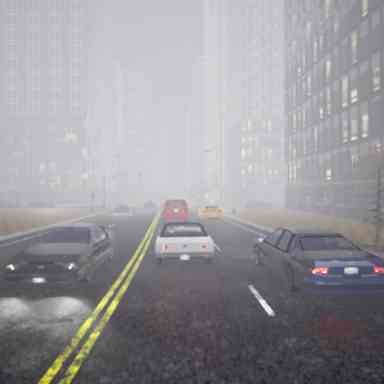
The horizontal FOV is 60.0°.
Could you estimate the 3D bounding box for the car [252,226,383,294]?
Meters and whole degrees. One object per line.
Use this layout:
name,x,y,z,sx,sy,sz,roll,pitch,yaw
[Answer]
car,3.087,1.660,9.193,2.033,1.411,5.357,0,-1,-2

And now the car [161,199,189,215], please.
car,-1.445,1.592,28.574,2.150,2.045,5.566,0,-1,-4

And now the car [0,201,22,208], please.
car,-32.240,2.237,58.622,4.206,1.307,1.802,0,0,-3

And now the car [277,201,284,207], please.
car,17.286,2.476,69.906,4.829,1.417,1.752,0,0,-3

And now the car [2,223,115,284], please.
car,-3.664,1.694,10.351,2.033,1.411,5.357,0,-1,-3

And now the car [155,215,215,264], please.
car,-0.343,1.766,12.540,1.895,1.301,4.718,0,-1,-3

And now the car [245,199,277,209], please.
car,12.300,2.258,61.232,5.009,1.841,2.192,0,0,-3

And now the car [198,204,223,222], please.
car,1.645,1.867,30.868,1.882,1.535,5.008,0,-1,-4

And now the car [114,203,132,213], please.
car,-9.335,2.161,45.074,1.994,1.385,4.181,0,-1,-4

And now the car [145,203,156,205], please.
car,-6.499,1.937,51.648,1.994,1.385,4.181,0,-1,-4

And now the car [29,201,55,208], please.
car,-26.561,2.258,58.905,4.313,1.339,1.947,0,0,-3
